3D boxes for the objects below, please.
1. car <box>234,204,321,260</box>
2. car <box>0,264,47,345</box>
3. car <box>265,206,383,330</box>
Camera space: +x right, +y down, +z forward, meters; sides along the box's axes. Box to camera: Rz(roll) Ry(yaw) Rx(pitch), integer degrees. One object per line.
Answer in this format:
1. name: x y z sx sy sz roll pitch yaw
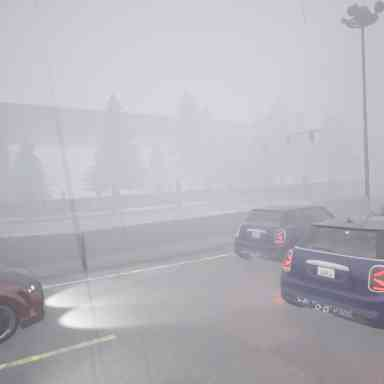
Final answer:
1. car: 3.532 1.156 10.653 4.553 1.767 2.097 -3 2 -36
2. car: -4.439 1.564 4.882 4.181 1.385 1.994 0 0 -35
3. car: 3.847 1.232 6.553 4.553 1.767 2.097 -2 1 -36
